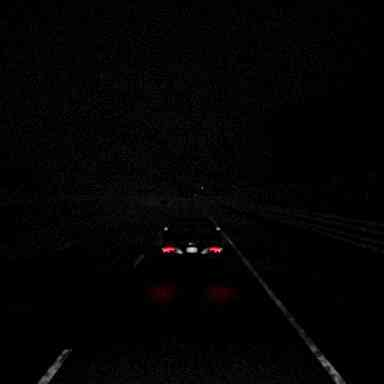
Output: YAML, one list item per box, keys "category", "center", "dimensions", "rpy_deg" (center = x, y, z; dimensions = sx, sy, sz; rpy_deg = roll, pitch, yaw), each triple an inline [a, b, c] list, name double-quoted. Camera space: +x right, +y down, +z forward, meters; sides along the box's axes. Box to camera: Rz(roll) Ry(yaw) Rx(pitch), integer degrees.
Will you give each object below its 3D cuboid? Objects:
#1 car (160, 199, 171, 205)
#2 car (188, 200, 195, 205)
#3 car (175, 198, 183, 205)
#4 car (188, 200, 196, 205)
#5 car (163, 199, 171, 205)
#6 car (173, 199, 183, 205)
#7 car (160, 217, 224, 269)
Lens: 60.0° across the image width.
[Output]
- category: "car"
  center: [-7.027, 2.600, 83.434]
  dimensions: [1.837, 1.490, 4.892]
  rpy_deg: [0, -2, 0]
- category: "car"
  center: [-0.030, 2.931, 93.886]
  dimensions: [1.895, 1.301, 4.718]
  rpy_deg: [0, -2, 0]
- category: "car"
  center: [-3.530, 2.689, 93.833]
  dimensions: [2.097, 1.767, 4.553]
  rpy_deg: [0, -2, 0]
- category: "car"
  center: [-0.027, 2.640, 83.851]
  dimensions: [1.812, 1.442, 4.674]
  rpy_deg: [0, -2, 0]
- category: "car"
  center: [-7.030, 2.860, 93.856]
  dimensions: [2.128, 1.511, 4.902]
  rpy_deg: [0, -2, 0]
- category: "car"
  center: [-3.527, 2.470, 83.826]
  dimensions: [2.097, 1.767, 4.553]
  rpy_deg: [0, -2, 0]
- category: "car"
  center: [-0.003, 1.556, 11.126]
  dimensions: [2.033, 1.411, 5.357]
  rpy_deg: [0, 0, 0]
